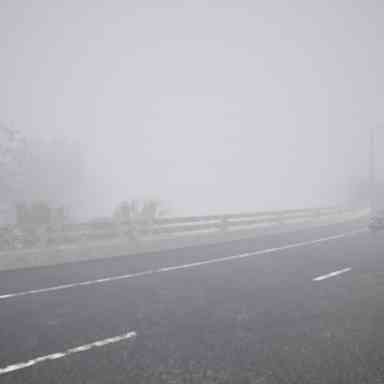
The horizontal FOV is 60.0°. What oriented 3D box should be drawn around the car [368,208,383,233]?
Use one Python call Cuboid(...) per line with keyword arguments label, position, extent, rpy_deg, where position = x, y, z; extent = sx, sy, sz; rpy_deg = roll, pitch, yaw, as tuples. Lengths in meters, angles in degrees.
Cuboid(label="car", position=(11.774, 1.602, 19.117), extent=(2.033, 1.411, 5.357), rpy_deg=(0, 0, 43))
